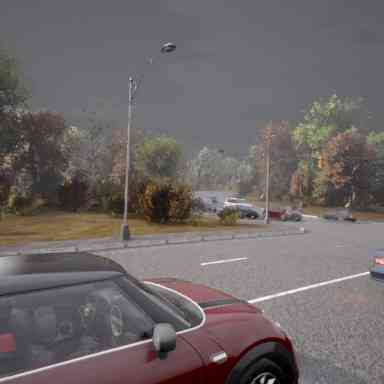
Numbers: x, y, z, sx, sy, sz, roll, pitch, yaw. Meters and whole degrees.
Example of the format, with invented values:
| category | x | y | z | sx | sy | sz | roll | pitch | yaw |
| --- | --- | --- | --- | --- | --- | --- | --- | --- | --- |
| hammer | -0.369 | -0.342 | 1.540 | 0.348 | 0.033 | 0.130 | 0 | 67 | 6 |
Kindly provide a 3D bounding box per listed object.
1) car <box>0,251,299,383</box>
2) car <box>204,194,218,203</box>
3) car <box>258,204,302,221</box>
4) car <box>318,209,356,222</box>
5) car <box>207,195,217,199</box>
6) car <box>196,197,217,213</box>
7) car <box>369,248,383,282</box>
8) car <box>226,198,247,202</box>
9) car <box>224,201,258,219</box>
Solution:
| category | x | y | z | sx | sy | sz | roll | pitch | yaw |
| --- | --- | --- | --- | --- | --- | --- | --- | --- | --- |
| car | -1.121 | 1.354 | 2.946 | 4.553 | 1.767 | 2.097 | 0 | 0 | -36 |
| car | 3.955 | 1.386 | 69.760 | 2.128 | 1.511 | 4.902 | 2 | 2 | -7 |
| car | 9.605 | 2.113 | 35.467 | 2.097 | 1.767 | 4.553 | 3 | -1 | -24 |
| car | 16.377 | 2.640 | 37.676 | 1.994 | 1.385 | 4.181 | 3 | -1 | -25 |
| car | 2.418 | 1.735 | 57.177 | 1.882 | 1.535 | 5.008 | 2 | 2 | -13 |
| car | 1.914 | 1.955 | 45.764 | 1.837 | 1.490 | 4.892 | 3 | 1 | -17 |
| car | 6.634 | 1.666 | 8.499 | 5.357 | 1.411 | 2.033 | 2 | -1 | -36 |
| car | 6.176 | 1.880 | 44.068 | 2.150 | 2.045 | 5.566 | 3 | 0 | -19 |
| car | 5.233 | 2.138 | 36.609 | 2.033 | 1.411 | 5.357 | 3 | -1 | -23 |
